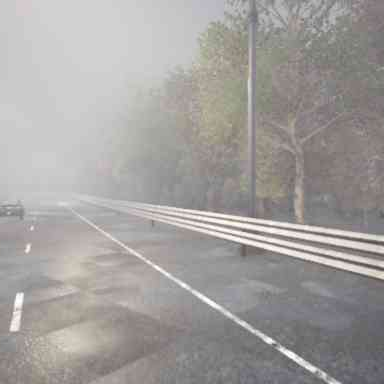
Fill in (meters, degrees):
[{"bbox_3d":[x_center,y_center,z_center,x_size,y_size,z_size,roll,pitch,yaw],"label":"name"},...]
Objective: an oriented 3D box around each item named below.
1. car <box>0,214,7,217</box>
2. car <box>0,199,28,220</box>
[{"bbox_3d":[-5.731,1.479,7.669,2.033,1.411,5.357,0,0,-25],"label":"car"},{"bbox_3d":[-13.985,1.302,25.834,2.128,1.511,4.902,0,0,-24],"label":"car"}]
